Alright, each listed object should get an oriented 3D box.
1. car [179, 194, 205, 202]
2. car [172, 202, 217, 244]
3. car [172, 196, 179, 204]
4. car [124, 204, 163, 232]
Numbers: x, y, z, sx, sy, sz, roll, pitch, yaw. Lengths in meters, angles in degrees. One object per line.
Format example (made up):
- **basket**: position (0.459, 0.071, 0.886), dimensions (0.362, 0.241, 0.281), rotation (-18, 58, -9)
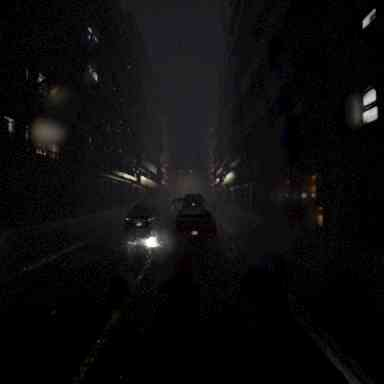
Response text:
- **car**: position (0.116, 1.188, 32.317), dimensions (2.150, 2.045, 5.566), rotation (0, 0, 0)
- **car**: position (0.106, 1.469, 15.692), dimensions (1.882, 1.535, 5.008), rotation (0, 0, 0)
- **car**: position (-2.743, 1.493, 62.406), dimensions (1.895, 1.301, 4.718), rotation (0, 0, 1)
- **car**: position (-2.840, 1.477, 20.282), dimensions (2.128, 1.511, 4.902), rotation (0, 0, 0)
